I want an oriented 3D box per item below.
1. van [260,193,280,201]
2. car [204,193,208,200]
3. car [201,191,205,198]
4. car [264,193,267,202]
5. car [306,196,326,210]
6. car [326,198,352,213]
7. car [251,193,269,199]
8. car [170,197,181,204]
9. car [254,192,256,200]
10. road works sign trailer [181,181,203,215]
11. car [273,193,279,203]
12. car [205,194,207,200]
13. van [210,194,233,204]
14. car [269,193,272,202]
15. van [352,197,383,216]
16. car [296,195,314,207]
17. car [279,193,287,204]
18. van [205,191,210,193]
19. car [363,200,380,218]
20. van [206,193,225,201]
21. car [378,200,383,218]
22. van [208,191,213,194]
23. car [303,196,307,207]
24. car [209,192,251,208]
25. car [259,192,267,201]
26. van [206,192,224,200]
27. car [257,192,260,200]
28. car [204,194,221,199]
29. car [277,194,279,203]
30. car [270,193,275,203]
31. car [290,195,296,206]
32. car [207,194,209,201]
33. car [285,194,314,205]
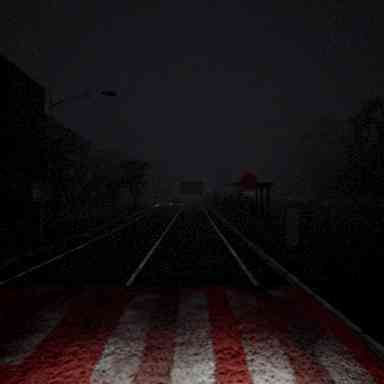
[{"bbox_3d":[18.894,1.170,80.576,4.442,1.987,1.878,0,1,0],"label":"van"},{"bbox_3d":[5.712,1.463,74.388,4.892,1.521,2.231,0,1,0],"label":"car"},{"bbox_3d":[5.670,1.150,79.993,5.566,2.045,2.435,0,1,0],"label":"car"},{"bbox_3d":[18.817,1.513,72.251,4.792,1.488,2.163,0,1,0],"label":"car"},{"bbox_3d":[18.639,1.620,44.489,5.366,1.575,1.946,0,0,0],"label":"car"},{"bbox_3d":[18.802,1.675,38.937,4.792,1.488,2.163,0,0,0],"label":"car"},{"bbox_3d":[18.793,1.137,91.680,4.553,1.767,2.185,0,1,0],"label":"car"},{"bbox_3d":[-3.259,1.622,65.003,1.895,1.301,4.718,0,0,0],"label":"car"},{"bbox_3d":[18.959,1.360,83.353,5.366,1.575,1.946,0,1,0],"label":"car"},{"bbox_3d":[0.029,0.634,36.390,2.380,3.560,2.880,0,0,2],"label":"road works sign trailer"},{"bbox_3d":[18.794,1.541,63.919,5.008,1.535,2.097,0,0,0],"label":"car"},{"bbox_3d":[5.742,1.541,68.778,4.792,1.488,2.163,0,0,0],"label":"car"},{"bbox_3d":[5.833,1.302,65.973,4.442,1.987,1.878,0,0,0],"label":"van"},{"bbox_3d":[18.762,1.538,69.468,4.792,1.488,2.163,0,1,0],"label":"car"},{"bbox_3d":[18.955,1.443,33.386,4.442,1.987,1.878,0,0,0],"label":"van"},{"bbox_3d":[18.823,1.601,50.039,4.892,1.521,2.231,0,0,0],"label":"car"},{"bbox_3d":[18.777,1.315,58.365,5.566,2.045,2.435,0,0,0],"label":"car"},{"bbox_3d":[5.818,1.208,77.194,4.442,1.987,1.878,0,1,0],"label":"van"},{"bbox_3d":[18.839,1.720,30.612,4.674,1.452,2.002,0,0,0],"label":"car"},{"bbox_3d":[5.811,1.142,82.798,4.442,1.987,1.878,0,1,0],"label":"van"},{"bbox_3d":[18.841,1.692,27.835,5.008,1.535,2.097,0,0,0],"label":"car"},{"bbox_3d":[5.604,1.318,63.171,4.442,1.987,1.878,0,0,0],"label":"van"},{"bbox_3d":[18.850,1.641,47.264,4.792,1.488,2.163,0,0,0],"label":"car"},{"bbox_3d":[5.710,1.351,49.151,5.566,2.045,2.435,0,0,0],"label":"car"},{"bbox_3d":[18.756,1.206,75.023,5.566,2.045,2.435,0,1,0],"label":"car"},{"bbox_3d":[5.807,1.108,85.601,4.442,1.987,1.878,0,1,0],"label":"van"},{"bbox_3d":[18.809,1.177,77.800,5.566,2.045,2.435,0,1,0],"label":"car"},{"bbox_3d":[5.677,1.274,94.013,4.674,1.452,2.002,0,1,0],"label":"car"},{"bbox_3d":[18.796,1.556,61.141,4.892,1.521,2.231,0,0,0],"label":"car"},{"bbox_3d":[18.980,1.522,66.696,5.366,1.575,1.946,0,0,0],"label":"car"},{"bbox_3d":[18.819,1.589,52.815,5.008,1.535,2.097,0,0,0],"label":"car"},{"bbox_3d":[5.719,1.557,60.365,5.008,1.535,2.097,0,0,0],"label":"car"},{"bbox_3d":[18.815,1.577,55.591,5.008,1.535,2.097,0,0,0],"label":"car"}]
